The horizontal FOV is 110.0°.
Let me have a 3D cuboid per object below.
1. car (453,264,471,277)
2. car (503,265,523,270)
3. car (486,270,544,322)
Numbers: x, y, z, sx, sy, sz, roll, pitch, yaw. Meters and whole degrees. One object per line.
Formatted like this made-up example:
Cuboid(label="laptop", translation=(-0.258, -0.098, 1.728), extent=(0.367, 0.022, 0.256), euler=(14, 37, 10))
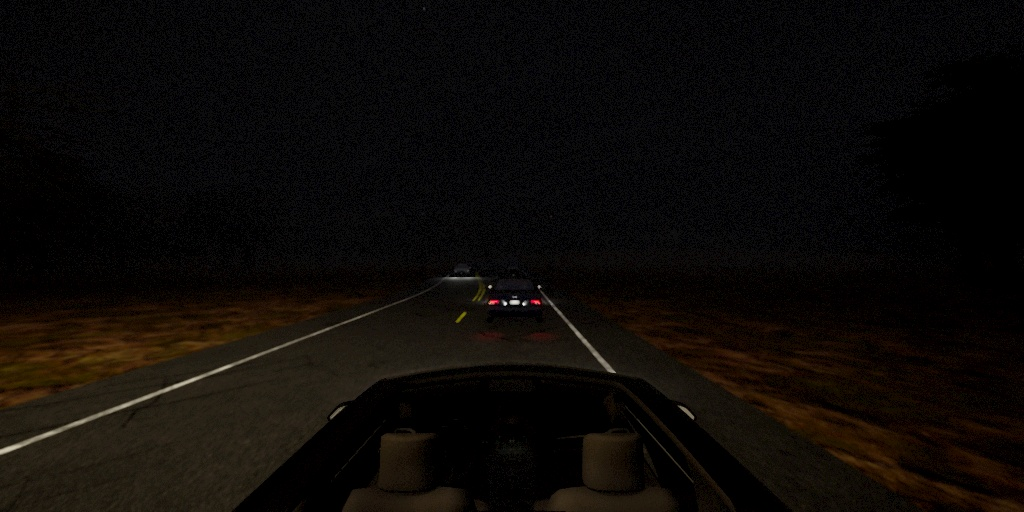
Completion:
Cuboid(label="car", translation=(-5.804, 1.637, 41.583), extent=(1.812, 1.442, 4.674), euler=(0, 0, -6))
Cuboid(label="car", translation=(0.124, 1.581, 34.289), extent=(1.812, 1.442, 4.674), euler=(0, 0, 0))
Cuboid(label="car", translation=(0.092, 1.403, 12.812), extent=(2.033, 1.411, 5.357), euler=(0, -1, 0))
